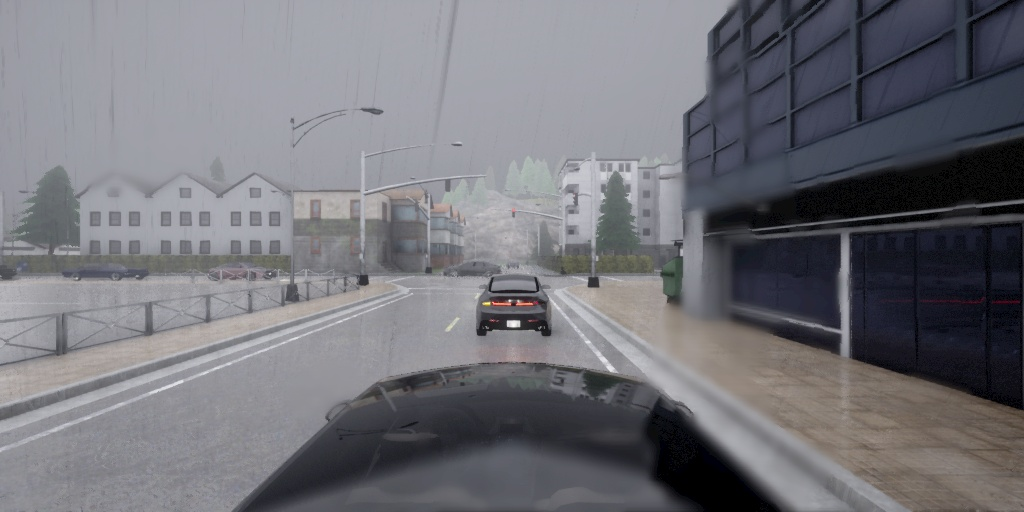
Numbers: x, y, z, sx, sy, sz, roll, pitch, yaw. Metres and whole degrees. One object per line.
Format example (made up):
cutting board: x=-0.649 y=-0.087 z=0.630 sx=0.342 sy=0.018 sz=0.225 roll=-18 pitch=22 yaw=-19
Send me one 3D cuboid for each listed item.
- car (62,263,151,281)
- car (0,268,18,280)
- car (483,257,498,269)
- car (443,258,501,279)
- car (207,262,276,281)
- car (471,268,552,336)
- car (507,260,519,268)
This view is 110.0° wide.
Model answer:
car: x=-29.905 y=1.175 z=26.574 sx=4.718 sy=1.301 sz=1.895 roll=0 pitch=0 yaw=0
car: x=-40.127 y=1.175 z=26.656 sx=4.718 sy=1.301 sz=1.895 roll=0 pitch=0 yaw=1
car: x=-3.483 y=1.102 z=58.358 sx=2.097 sy=1.767 sz=4.553 roll=0 pitch=0 yaw=0
car: x=-3.302 y=1.157 z=30.155 sx=4.892 sy=1.490 sz=1.837 roll=1 pitch=0 yaw=0
car: x=-19.885 y=1.138 z=26.526 sx=4.181 sy=1.385 sz=1.994 roll=0 pitch=0 yaw=0
car: x=0.069 y=1.255 z=10.365 sx=1.837 sy=1.490 sz=4.892 roll=0 pitch=0 yaw=1
car: x=0.187 y=1.351 z=60.195 sx=1.895 sy=1.301 sz=4.718 roll=0 pitch=0 yaw=0
